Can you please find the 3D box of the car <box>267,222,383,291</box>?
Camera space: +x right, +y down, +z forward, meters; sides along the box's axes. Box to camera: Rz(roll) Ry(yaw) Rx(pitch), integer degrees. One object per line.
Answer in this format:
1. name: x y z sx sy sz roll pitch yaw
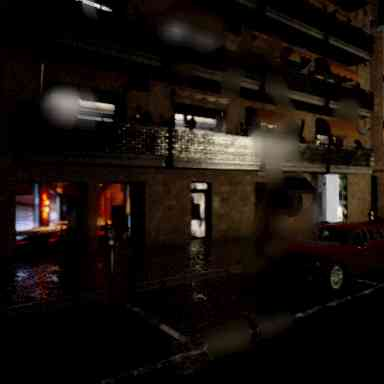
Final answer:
1. car: 3.930 1.539 8.957 4.507 1.381 1.887 0 -1 -36
